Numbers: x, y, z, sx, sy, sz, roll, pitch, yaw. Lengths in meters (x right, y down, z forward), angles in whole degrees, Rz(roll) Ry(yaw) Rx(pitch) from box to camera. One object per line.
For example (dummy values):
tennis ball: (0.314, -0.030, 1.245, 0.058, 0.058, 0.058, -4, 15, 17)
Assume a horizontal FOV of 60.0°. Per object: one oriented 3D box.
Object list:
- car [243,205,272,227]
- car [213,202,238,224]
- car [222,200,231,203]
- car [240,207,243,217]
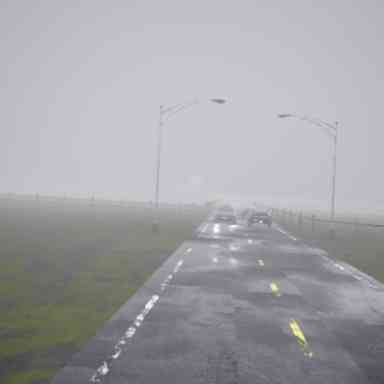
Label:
car: (5.705, 2.106, 28.588, 1.837, 1.490, 4.892, 3, 0, 6)
car: (2.979, 1.980, 29.639, 1.837, 1.490, 4.892, 3, -1, 6)
car: (7.755, 2.487, 74.884, 1.882, 1.535, 5.008, 3, -1, 6)
car: (6.977, 2.322, 40.893, 1.812, 1.442, 4.674, 3, 0, 7)
